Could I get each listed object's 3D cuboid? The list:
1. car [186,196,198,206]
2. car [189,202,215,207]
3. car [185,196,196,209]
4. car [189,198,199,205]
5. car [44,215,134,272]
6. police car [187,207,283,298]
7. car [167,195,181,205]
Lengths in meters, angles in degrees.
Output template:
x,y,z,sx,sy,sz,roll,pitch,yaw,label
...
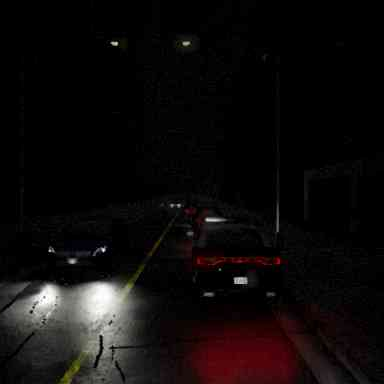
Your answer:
x,y,z,sx,sy,sz,roll,pitch,yaw,label
-0.007,1.521,58.733,1.882,1.535,5.008,0,0,0,car
0.898,1.534,18.598,1.812,1.442,4.674,0,0,0,car
0.012,1.633,46.005,1.895,1.301,4.718,0,0,1,car
0.897,1.490,24.598,1.882,1.535,5.008,0,0,0,car
-3.102,1.529,10.950,1.812,1.442,4.674,0,0,0,car
0.899,1.428,8.708,1.930,1.638,5.238,0,0,0,police car
-3.007,1.593,61.606,2.033,1.411,5.357,0,0,0,car
